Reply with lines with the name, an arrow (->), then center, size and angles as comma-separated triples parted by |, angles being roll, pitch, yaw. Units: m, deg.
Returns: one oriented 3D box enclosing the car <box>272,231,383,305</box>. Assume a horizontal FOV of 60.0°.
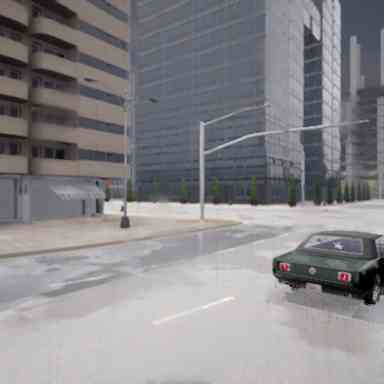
car -> 3.946, 1.616, 8.230 | 1.895, 1.301, 4.718 | 0, 0, 43
